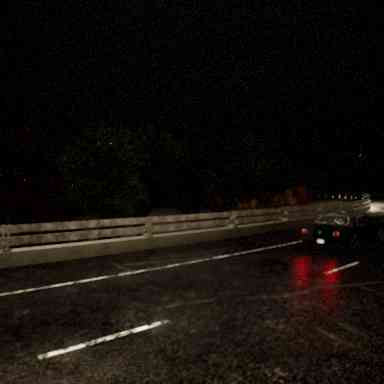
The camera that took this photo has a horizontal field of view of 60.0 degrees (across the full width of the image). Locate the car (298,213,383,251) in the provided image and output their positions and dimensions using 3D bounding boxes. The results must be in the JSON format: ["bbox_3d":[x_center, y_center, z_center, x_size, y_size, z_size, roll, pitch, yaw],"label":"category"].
[{"bbox_3d":[6.446,1.544,13.969,4.718,1.301,1.895,0,0,-43],"label":"car"}]
